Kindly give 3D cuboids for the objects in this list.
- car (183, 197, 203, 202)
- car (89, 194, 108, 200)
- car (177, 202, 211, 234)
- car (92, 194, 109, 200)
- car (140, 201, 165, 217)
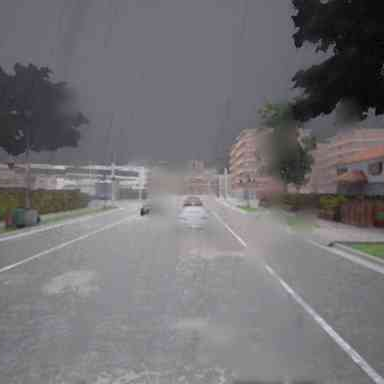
[{"bbox_3d":[0.110,1.317,35.862,2.097,1.767,4.553,0,0,0],"label":"car"},{"bbox_3d":[-23.291,1.213,81.531,4.611,1.667,2.242,0,0,1],"label":"car"},{"bbox_3d":[0.111,1.509,18.973,1.812,1.442,4.674,0,0,0],"label":"car"},{"bbox_3d":[-24.006,1.368,87.282,3.806,1.475,1.970,0,0,1],"label":"car"},{"bbox_3d":[-3.557,1.535,30.753,1.994,1.385,4.181,0,0,0],"label":"car"}]
